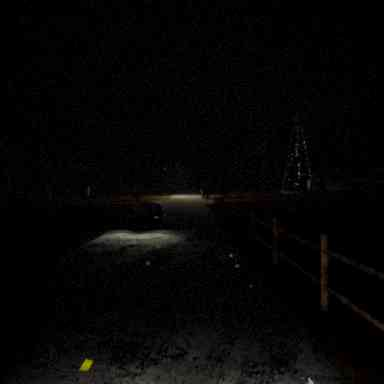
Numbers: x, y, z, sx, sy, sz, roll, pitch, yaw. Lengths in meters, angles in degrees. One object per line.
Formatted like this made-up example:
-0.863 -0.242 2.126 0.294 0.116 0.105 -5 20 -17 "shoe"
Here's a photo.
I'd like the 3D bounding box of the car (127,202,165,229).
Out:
-2.844 1.409 21.221 1.882 1.535 5.008 0 1 0 "car"
